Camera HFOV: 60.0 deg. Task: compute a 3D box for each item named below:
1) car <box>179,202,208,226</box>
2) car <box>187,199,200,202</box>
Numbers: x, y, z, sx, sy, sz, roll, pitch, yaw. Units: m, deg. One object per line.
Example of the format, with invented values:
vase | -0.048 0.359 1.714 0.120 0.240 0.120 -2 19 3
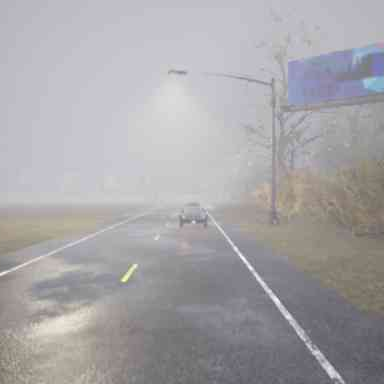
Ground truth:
car | 0.102 1.657 23.642 1.895 1.301 4.718 0 0 0
car | 0.105 1.625 42.595 1.812 1.442 4.674 0 0 0
